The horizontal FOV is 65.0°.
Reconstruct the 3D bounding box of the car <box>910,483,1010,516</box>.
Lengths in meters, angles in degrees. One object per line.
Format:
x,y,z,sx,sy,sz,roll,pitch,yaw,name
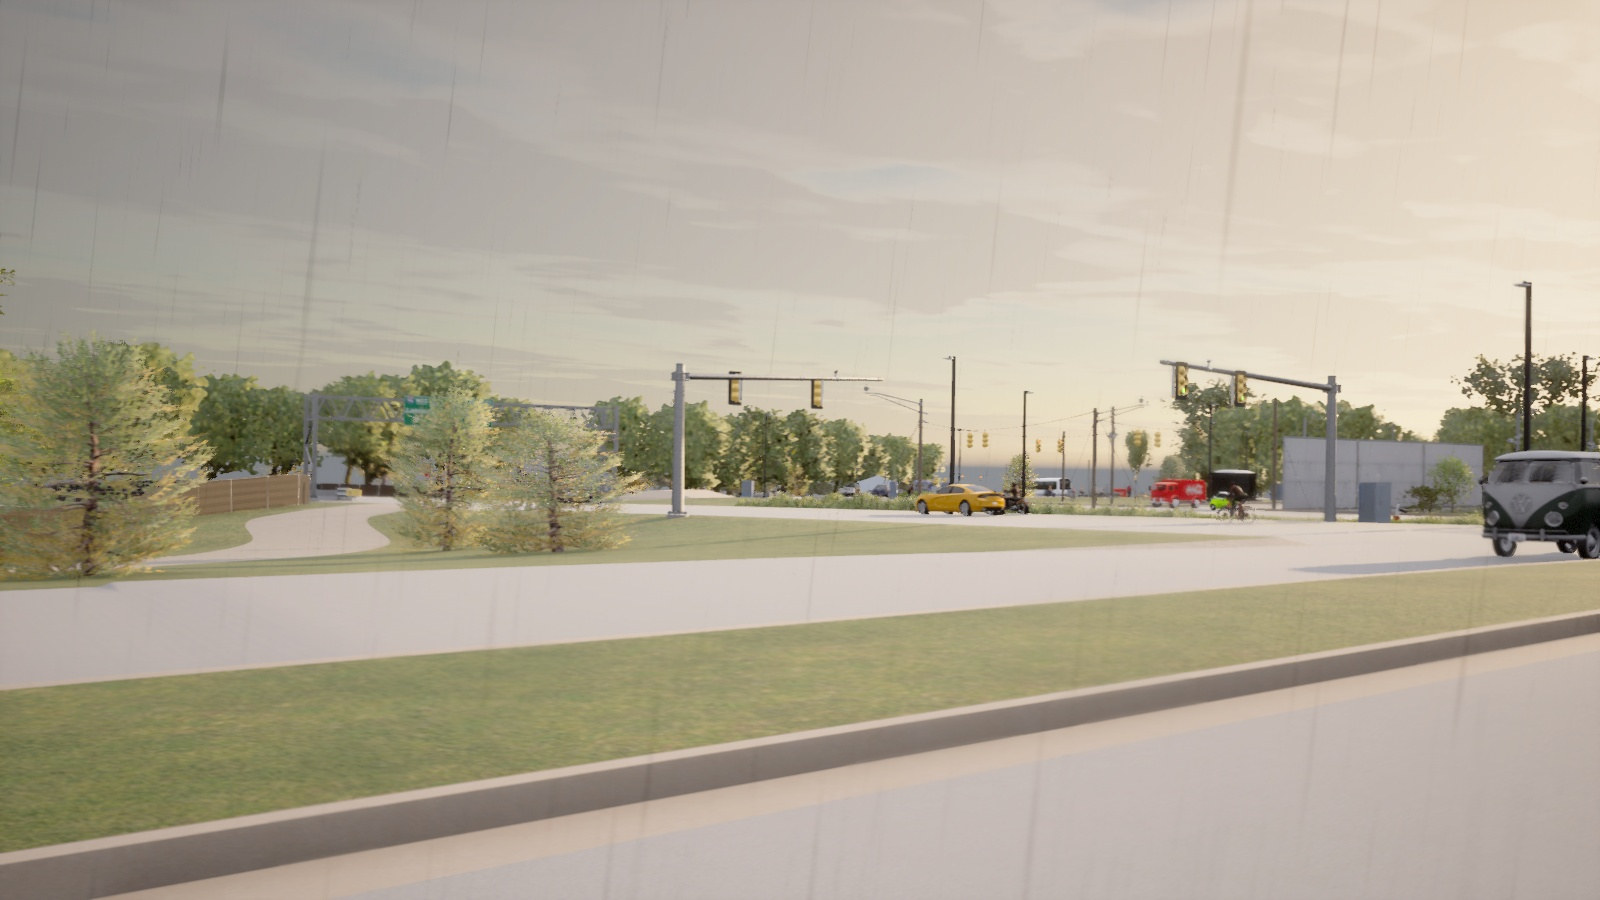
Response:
7.657,2.362,60.627,1.882,1.535,5.008,1,-2,-35,car

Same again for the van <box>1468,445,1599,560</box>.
14.613,0.961,23.622,4.442,1.987,1.775,1,-2,-35,van

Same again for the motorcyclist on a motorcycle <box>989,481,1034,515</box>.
10.527,2.389,62.630,0.766,1.649,2.350,1,-2,-35,motorcyclist on a motorcycle

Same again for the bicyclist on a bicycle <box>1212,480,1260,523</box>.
16.639,1.950,47.945,0.582,1.620,1.656,1,-2,-35,bicyclist on a bicycle

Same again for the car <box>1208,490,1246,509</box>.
31.615,3.668,92.942,1.481,1.376,2.207,1,-1,-35,car
